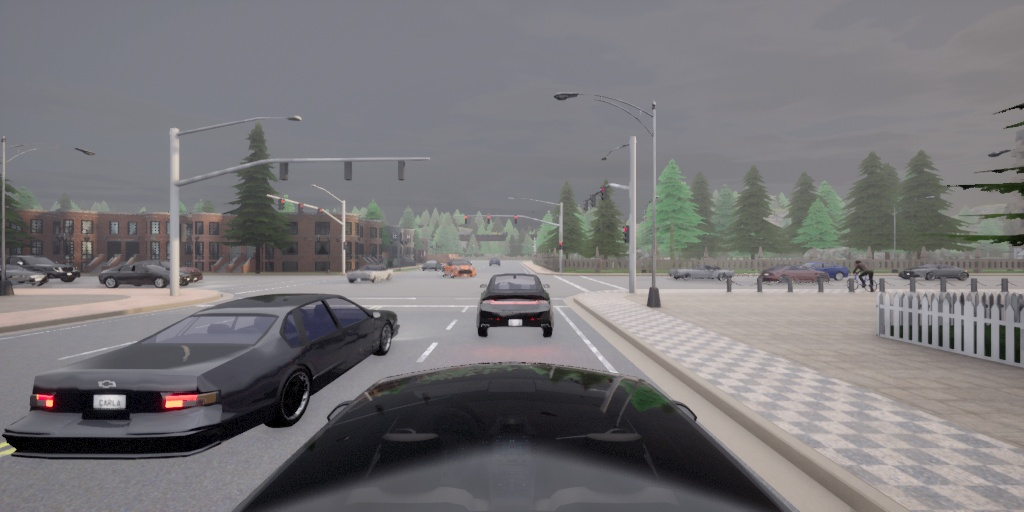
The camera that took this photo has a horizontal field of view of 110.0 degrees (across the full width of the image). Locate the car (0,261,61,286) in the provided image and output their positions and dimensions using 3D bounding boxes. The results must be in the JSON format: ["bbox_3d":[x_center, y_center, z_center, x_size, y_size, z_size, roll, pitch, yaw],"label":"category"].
[{"bbox_3d":[-32.550,1.241,22.636,4.902,1.511,2.128,0,0,-4],"label":"car"}]

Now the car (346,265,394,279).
[{"bbox_3d":[-10.597,1.350,27.042,1.895,1.301,4.718,0,0,0],"label":"car"}]

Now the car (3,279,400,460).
[{"bbox_3d":[-3.436,1.297,5.589,2.033,1.411,5.357,0,0,0],"label":"car"}]

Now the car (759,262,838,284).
[{"bbox_3d":[20.474,1.313,26.032,4.181,1.385,1.994,0,0,0],"label":"car"}]

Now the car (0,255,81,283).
[{"bbox_3d":[-35.167,0.971,25.963,5.566,2.045,2.150,0,0,-6],"label":"car"}]

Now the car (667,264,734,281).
[{"bbox_3d":[15.567,1.350,29.728,4.718,1.301,1.895,0,0,0],"label":"car"}]

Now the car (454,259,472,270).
[{"bbox_3d":[-7.083,1.254,52.179,1.837,1.490,4.892,0,0,0],"label":"car"}]

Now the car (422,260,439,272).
[{"bbox_3d":[-10.572,1.275,47.528,1.812,1.442,4.674,0,0,0],"label":"car"}]

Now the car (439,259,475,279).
[{"bbox_3d":[-4.903,1.101,32.960,2.097,1.767,4.553,0,0,-24],"label":"car"}]

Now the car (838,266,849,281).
[{"bbox_3d":[24.859,1.227,29.715,5.008,1.535,1.882,0,0,0],"label":"car"}]

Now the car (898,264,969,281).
[{"bbox_3d":[34.833,1.314,29.692,4.181,1.385,1.994,0,0,1],"label":"car"}]

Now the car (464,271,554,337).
[{"bbox_3d":[0.083,1.241,10.257,2.128,1.511,4.902,0,0,0],"label":"car"}]

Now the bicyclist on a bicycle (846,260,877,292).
[{"bbox_3d":[18.252,1.052,18.742,0.582,1.620,1.656,0,0,0],"label":"bicyclist on a bicycle"}]

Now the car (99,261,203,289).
[{"bbox_3d":[-23.185,1.255,22.875,4.892,1.490,1.837,0,0,-3],"label":"car"}]
